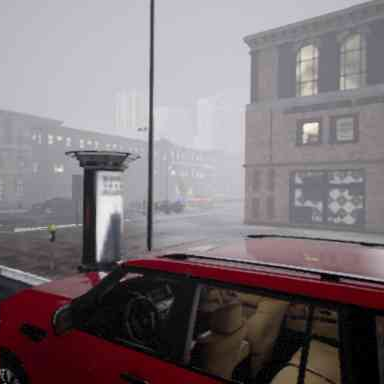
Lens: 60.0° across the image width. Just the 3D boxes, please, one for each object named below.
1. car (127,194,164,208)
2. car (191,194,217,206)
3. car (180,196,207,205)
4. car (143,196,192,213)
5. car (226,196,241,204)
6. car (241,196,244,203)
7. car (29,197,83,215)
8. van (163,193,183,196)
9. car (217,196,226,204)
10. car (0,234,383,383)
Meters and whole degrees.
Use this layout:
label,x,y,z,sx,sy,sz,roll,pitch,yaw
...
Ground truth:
label,x,y,z,sx,sy,sz,roll,pitch,yaw
car,-6.206,1.240,42.618,1.752,1.417,4.829,1,0,35
car,1.117,1.148,48.477,2.097,1.767,4.553,1,0,35
car,0.244,1.320,51.801,2.008,1.369,4.403,1,0,35
car,-2.384,1.359,33.390,1.887,1.381,4.507,1,0,35
car,6.596,1.378,60.845,2.008,1.369,4.403,1,0,35
car,9.772,1.407,65.367,2.008,1.369,4.403,1,0,35
car,-12.039,1.195,29.801,1.837,1.490,4.892,1,0,35
van,-2.930,1.083,47.279,1.690,1.788,3.998,1,0,35
car,3.323,1.322,56.184,1.752,1.417,4.829,1,0,35
car,0.304,1.297,2.658,5.009,1.841,2.192,1,1,35
